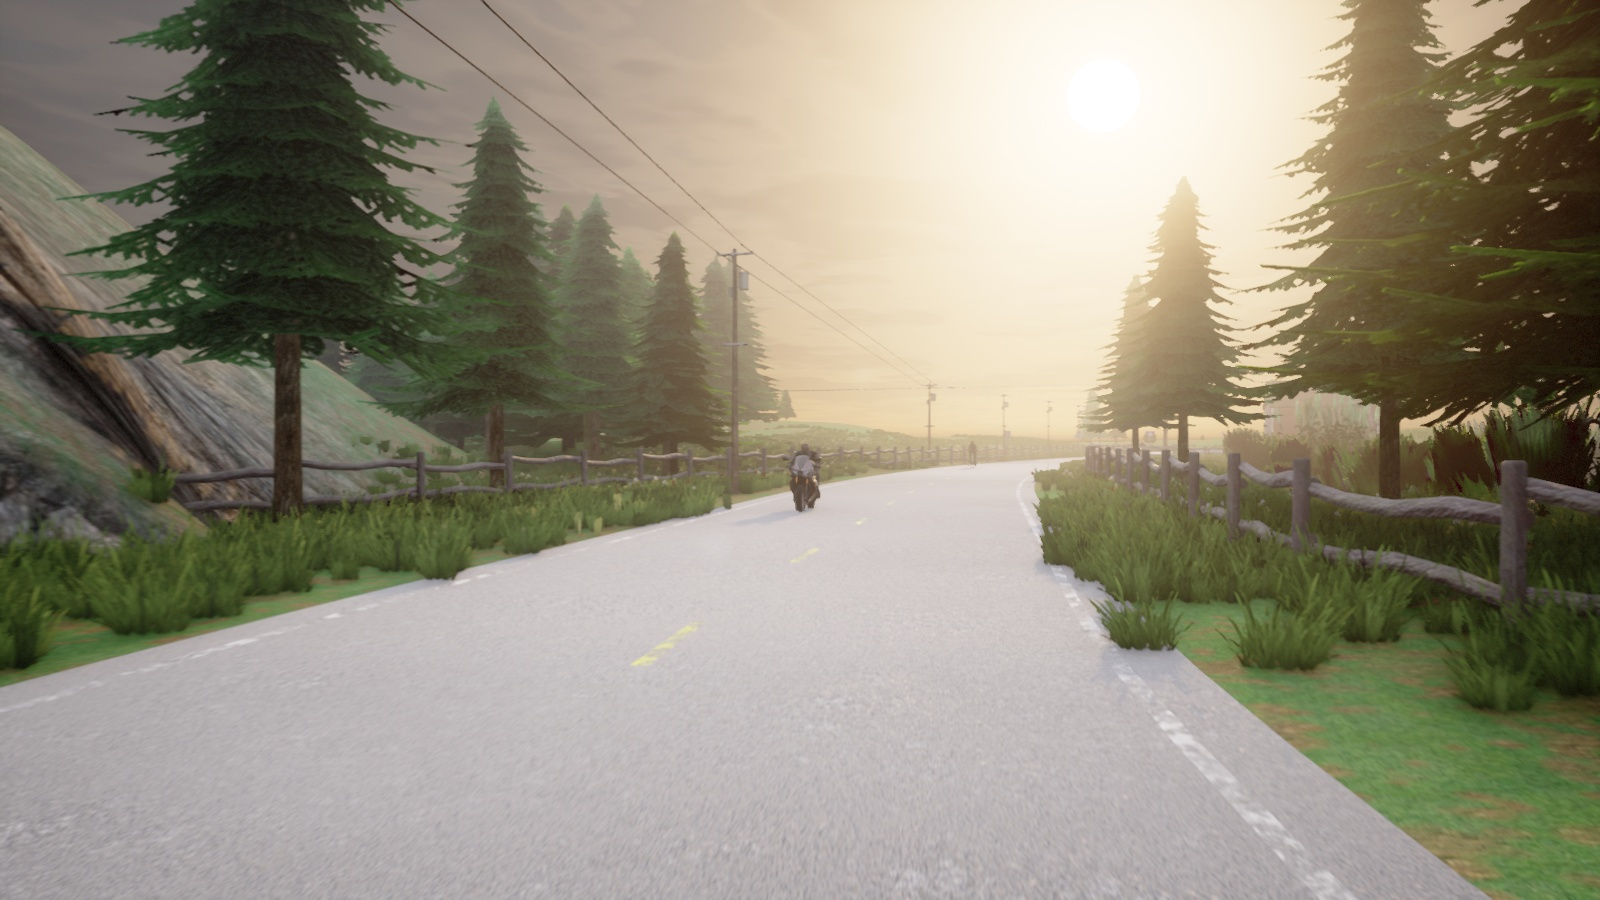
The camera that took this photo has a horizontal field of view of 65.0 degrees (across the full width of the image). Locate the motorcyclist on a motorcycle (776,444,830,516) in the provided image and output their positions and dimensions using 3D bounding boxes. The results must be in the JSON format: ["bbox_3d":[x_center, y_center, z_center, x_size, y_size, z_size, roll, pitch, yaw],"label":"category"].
[{"bbox_3d":[0.086,0.625,27.643,0.866,1.530,2.191,0,0,9],"label":"motorcyclist on a motorcycle"}]
